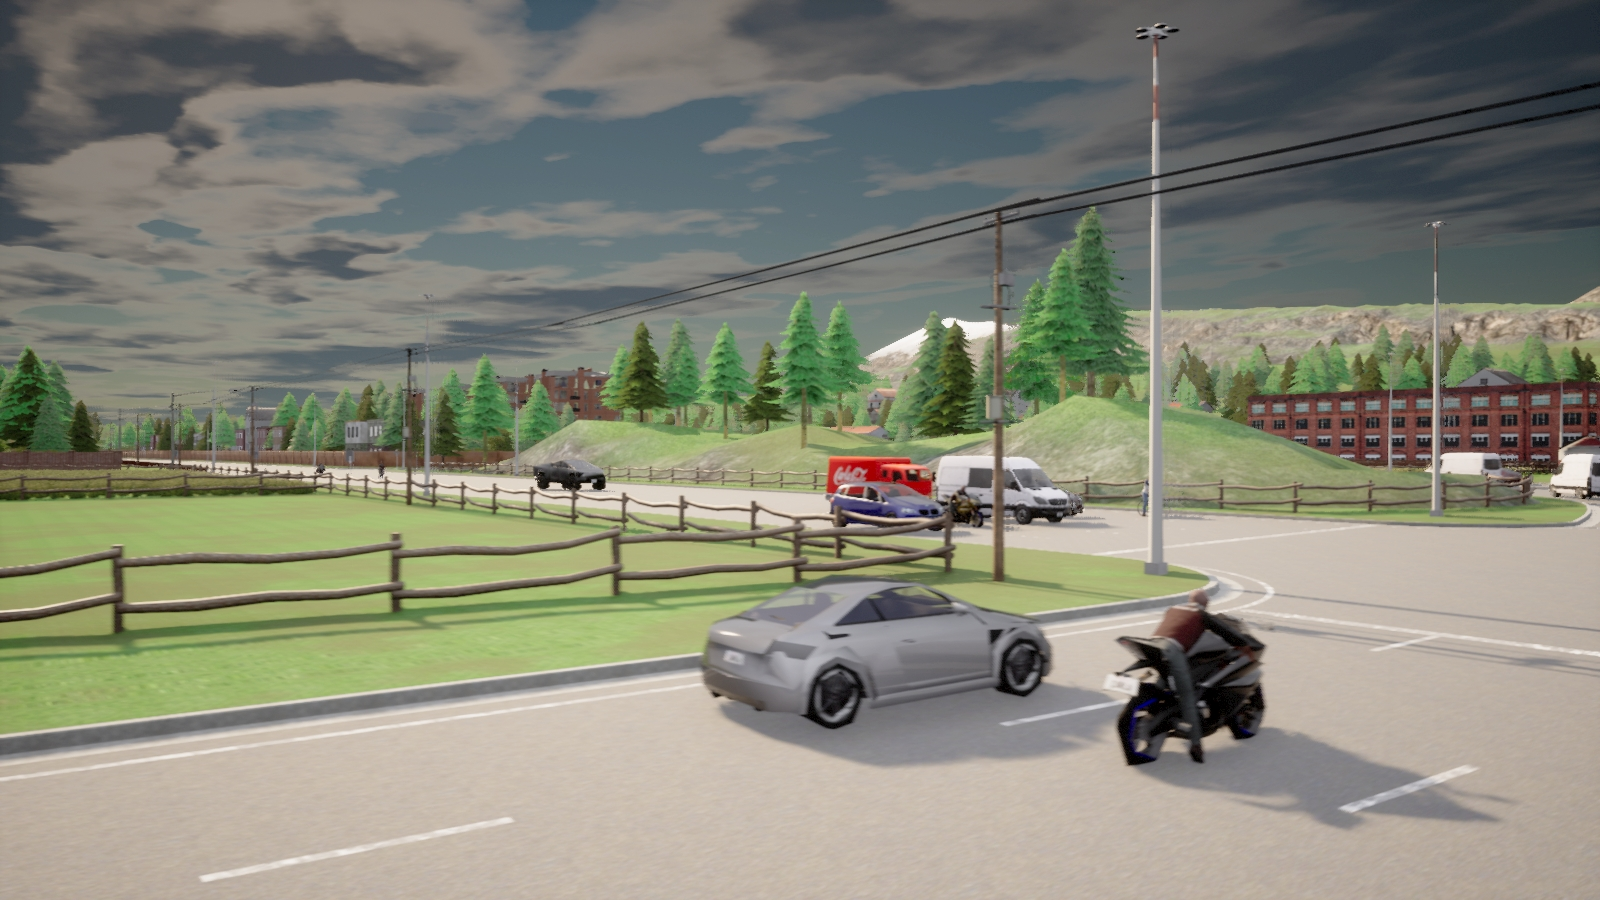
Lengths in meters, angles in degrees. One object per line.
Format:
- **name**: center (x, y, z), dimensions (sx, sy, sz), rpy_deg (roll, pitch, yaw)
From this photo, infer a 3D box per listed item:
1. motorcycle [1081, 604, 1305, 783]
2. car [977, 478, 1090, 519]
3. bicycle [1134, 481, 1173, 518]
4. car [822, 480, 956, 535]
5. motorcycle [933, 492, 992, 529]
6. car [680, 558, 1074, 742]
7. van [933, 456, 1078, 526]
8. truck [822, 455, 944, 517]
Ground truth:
- **motorcycle**: center (3.706, 2.202, 10.699), dimensions (2.209, 1.251, 0.867), rpy_deg (0, 0, -36)
- **car**: center (9.838, 2.029, 48.439), dimensions (2.007, 1.525, 4.514), rpy_deg (0, 0, -36)
- **bicycle**: center (14.730, 2.044, 47.625), dimensions (0.373, 1.496, 1.643), rpy_deg (0, 0, -36)
- **car**: center (3.043, 1.960, 39.898), dimensions (2.242, 1.667, 4.611), rpy_deg (0, 0, -35)
- **motorcycle**: center (5.940, 2.196, 41.862), dimensions (0.867, 1.251, 2.209), rpy_deg (0, 0, -36)
- **car**: center (0.950, 2.116, 13.016), dimensions (4.181, 1.385, 1.994), rpy_deg (0, 0, -36)
- **van**: center (7.982, 1.525, 45.011), dimensions (1.988, 2.561, 5.915), rpy_deg (0, 0, -36)
- **truck**: center (3.616, 1.538, 50.932), dimensions (2.627, 2.467, 5.204), rpy_deg (0, 1, -37)
